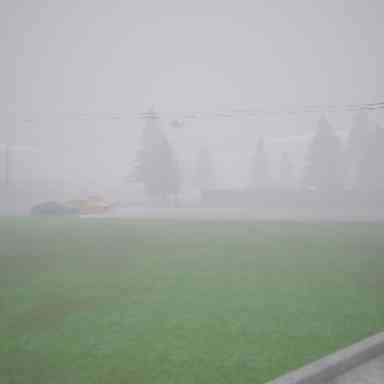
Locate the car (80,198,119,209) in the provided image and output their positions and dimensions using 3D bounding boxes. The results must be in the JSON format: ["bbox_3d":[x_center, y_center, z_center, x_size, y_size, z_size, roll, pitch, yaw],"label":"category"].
[{"bbox_3d":[-12.238,1.471,44.129,4.718,1.301,1.895,0,0,9],"label":"car"}]

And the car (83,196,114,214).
[{"bbox_3d":[-10.773,1.376,33.266,5.008,1.535,1.882,0,0,9],"label":"car"}]

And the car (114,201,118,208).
[{"bbox_3d":[-11.457,1.232,40.463,4.553,1.767,2.097,0,0,9],"label":"car"}]

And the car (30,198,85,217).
[{"bbox_3d":[-12.273,1.466,29.961,4.181,1.385,1.994,0,0,9],"label":"car"}]

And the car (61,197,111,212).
[{"bbox_3d":[-11.739,1.379,36.962,4.902,1.511,2.128,0,0,9],"label":"car"}]
